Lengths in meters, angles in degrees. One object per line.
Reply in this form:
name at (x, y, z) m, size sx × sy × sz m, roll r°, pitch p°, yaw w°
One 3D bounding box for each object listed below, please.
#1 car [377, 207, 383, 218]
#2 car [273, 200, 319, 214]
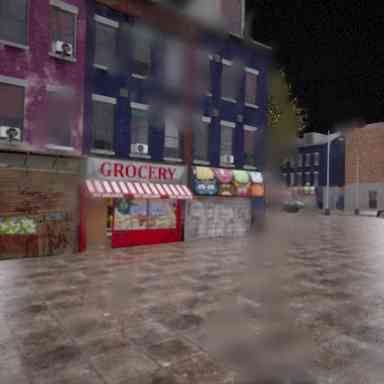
car at (17.055, 1.593, 26.388) m, size 1.994 × 1.385 × 4.181 m, roll 2°, pitch -2°, yaw -35°
car at (10.922, 1.586, 35.139) m, size 1.882 × 1.535 × 5.008 m, roll 2°, pitch -2°, yaw -35°
